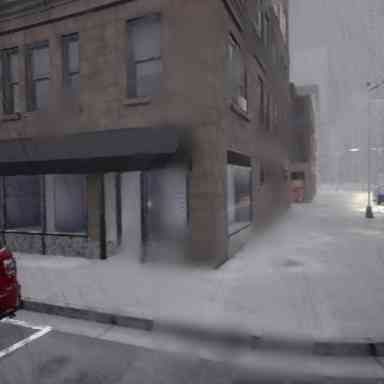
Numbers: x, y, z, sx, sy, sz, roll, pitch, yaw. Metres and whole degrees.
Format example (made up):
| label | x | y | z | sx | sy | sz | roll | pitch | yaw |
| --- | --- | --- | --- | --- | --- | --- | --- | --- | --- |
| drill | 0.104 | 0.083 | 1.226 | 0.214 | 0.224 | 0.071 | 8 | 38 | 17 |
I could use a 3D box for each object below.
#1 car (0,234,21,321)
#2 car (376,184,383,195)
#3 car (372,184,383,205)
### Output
| label | x | y | z | sx | sy | sz | roll | pitch | yaw |
| --- | --- | --- | --- | --- | --- | --- | --- | --- | --- |
| car | -4.952 | 1.258 | 5.021 | 5.009 | 1.841 | 2.192 | 0 | 2 | 22 |
| car | 28.285 | -0.403 | 48.245 | 2.128 | 1.511 | 4.902 | -1 | 2 | 22 |
| car | 17.851 | 0.281 | 30.551 | 1.882 | 1.535 | 5.008 | -1 | 2 | 22 |
